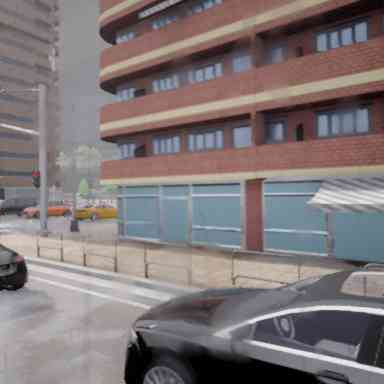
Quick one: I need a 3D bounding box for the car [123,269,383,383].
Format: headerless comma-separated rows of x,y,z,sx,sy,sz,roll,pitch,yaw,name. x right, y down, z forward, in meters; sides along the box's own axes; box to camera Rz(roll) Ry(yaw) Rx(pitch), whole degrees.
1.485,1.496,2.934,4.902,1.511,2.128,-1,-1,35,car

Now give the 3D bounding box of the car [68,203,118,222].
-8.162,1.769,29.905,1.882,1.535,5.008,-1,0,36,car

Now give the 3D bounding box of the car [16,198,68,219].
-14.565,1.731,33.306,2.097,1.767,4.553,-1,0,36,car

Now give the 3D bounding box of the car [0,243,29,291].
-5.867,1.679,8.154,4.181,1.385,1.994,-1,0,36,car

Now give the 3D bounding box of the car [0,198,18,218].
-18.491,1.644,33.869,2.150,2.045,5.566,-1,0,35,car
